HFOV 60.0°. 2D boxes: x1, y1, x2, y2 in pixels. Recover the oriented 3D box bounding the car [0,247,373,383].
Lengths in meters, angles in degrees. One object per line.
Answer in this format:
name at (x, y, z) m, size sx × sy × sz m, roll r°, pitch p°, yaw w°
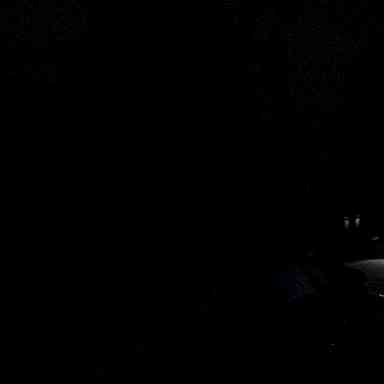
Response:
car at (0.447, 1.547, 4.569) m, size 5.357 × 1.411 × 2.033 m, roll 0°, pitch 0°, yaw -37°
